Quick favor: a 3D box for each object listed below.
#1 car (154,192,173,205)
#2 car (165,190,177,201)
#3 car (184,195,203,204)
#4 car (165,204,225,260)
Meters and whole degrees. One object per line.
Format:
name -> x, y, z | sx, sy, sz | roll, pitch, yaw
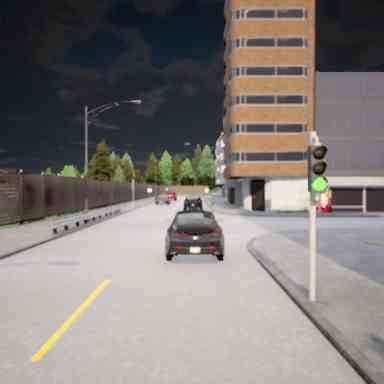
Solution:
car -> -4.051, 1.041, 46.494 | 1.812, 1.442, 4.674 | 0, 1, 0
car -> -3.985, 0.583, 61.374 | 2.150, 2.045, 5.566 | 0, 0, 1
car -> 0.118, 1.107, 35.485 | 1.882, 1.535, 5.008 | 0, 1, 0
car -> 0.094, 1.379, 11.925 | 1.837, 1.490, 4.892 | 0, 1, 0
